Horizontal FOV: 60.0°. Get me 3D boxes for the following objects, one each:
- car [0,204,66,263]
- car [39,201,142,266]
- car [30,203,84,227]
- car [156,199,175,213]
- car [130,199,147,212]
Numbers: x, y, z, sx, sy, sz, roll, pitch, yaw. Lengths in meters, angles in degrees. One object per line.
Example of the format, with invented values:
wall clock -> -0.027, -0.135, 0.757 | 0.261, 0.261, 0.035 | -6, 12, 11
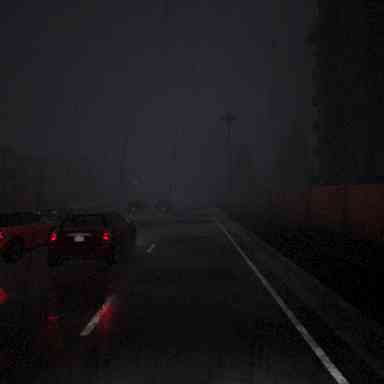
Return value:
car -> -6.830, 1.462, 12.646 | 2.097, 1.767, 4.553 | -1, 0, 0
car -> -3.333, 1.410, 12.001 | 2.097, 1.767, 4.553 | -1, 0, 0
car -> -10.221, 1.661, 25.722 | 2.128, 1.511, 4.902 | -1, 0, 0
car -> -3.119, 1.579, 38.544 | 1.837, 1.490, 4.892 | -1, 0, 0
car -> -6.608, 1.631, 39.949 | 1.837, 1.490, 4.892 | -1, 0, 0
